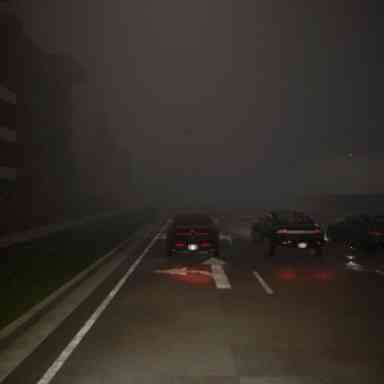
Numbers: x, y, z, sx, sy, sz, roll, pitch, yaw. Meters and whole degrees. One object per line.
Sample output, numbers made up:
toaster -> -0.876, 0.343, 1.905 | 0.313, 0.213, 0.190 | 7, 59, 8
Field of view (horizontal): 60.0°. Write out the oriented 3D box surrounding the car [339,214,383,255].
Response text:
car -> 7.048, 1.560, 13.330 | 1.994, 1.385, 4.181 | 0, 0, 1

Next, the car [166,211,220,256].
car -> 0.046, 1.501, 13.072 | 1.837, 1.490, 4.892 | 0, 0, 1

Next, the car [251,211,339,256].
car -> 3.545, 1.487, 13.030 | 2.128, 1.511, 4.902 | 0, 0, 1
